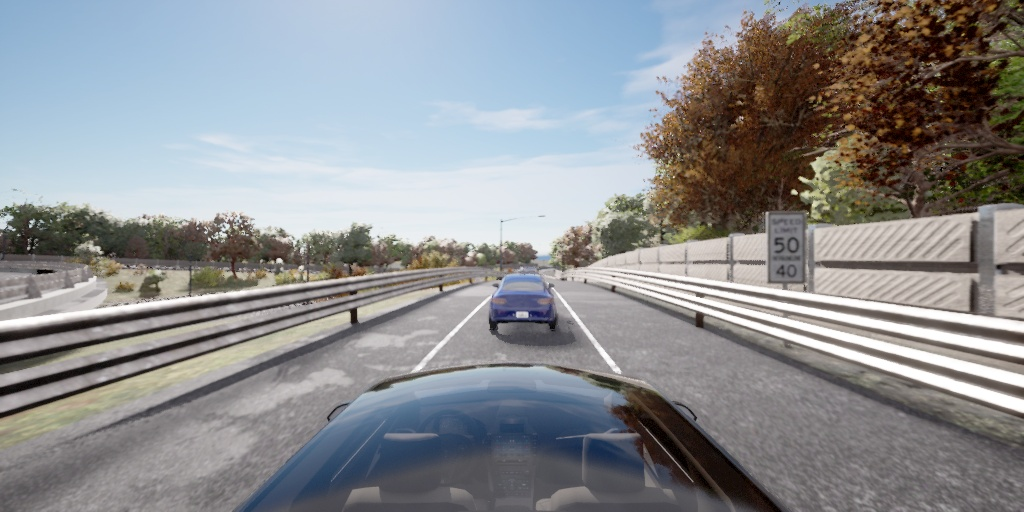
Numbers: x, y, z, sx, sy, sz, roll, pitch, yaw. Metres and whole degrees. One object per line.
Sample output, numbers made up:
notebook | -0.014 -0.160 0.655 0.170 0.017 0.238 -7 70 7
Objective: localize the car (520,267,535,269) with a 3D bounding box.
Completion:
car | 0.912 1.497 22.699 1.895 1.301 4.718 0 -1 3

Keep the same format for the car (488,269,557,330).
car | 0.345 1.280 11.065 1.812 1.442 4.674 0 0 2
